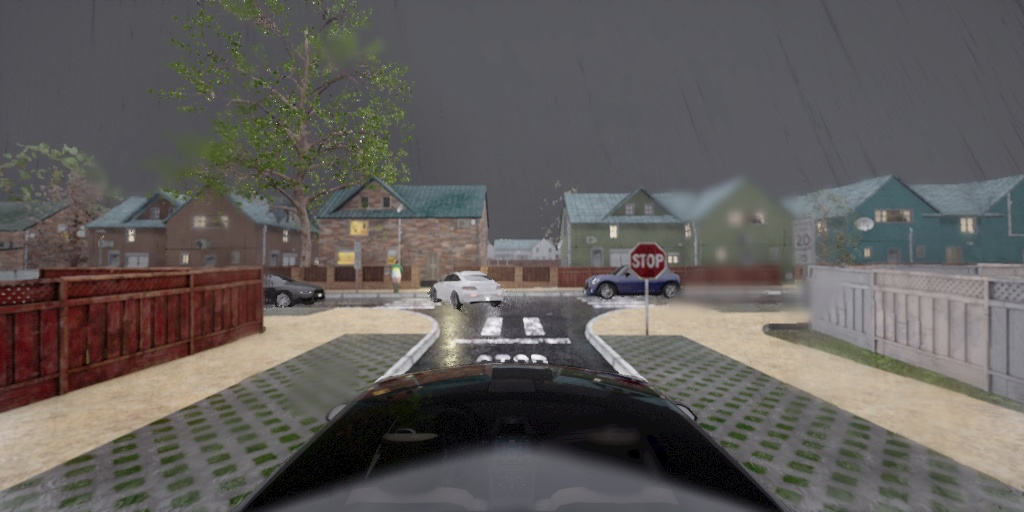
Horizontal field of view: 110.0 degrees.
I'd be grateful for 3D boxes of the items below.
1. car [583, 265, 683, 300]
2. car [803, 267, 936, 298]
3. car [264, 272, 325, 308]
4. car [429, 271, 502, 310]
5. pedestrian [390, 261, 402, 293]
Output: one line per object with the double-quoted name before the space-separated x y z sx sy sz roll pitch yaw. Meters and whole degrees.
"car" 5.851 1.187 17.754 4.553 1.767 2.097 -1 -2 1
"car" 17.375 1.262 17.604 4.674 1.442 1.812 0 -2 1
"car" -10.446 1.410 15.005 4.892 1.490 1.837 0 -2 1
"car" -2.004 1.369 15.237 1.812 1.442 4.674 1 -1 -28
"pedestrian" -6.720 1.177 20.826 0.375 1.860 0.375 0 -1 1
